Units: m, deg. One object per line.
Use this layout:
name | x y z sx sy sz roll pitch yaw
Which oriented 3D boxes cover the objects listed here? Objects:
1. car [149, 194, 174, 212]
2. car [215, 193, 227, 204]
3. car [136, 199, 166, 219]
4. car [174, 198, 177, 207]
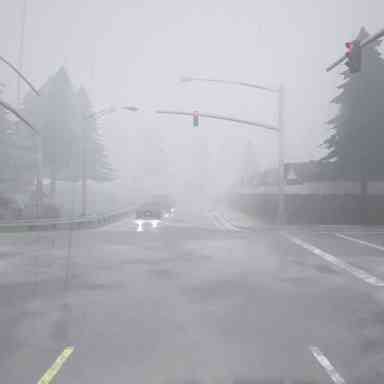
car | -3.607 1.224 38.472 2.150 2.045 5.566 0 0 0
car | 6.901 1.206 60.911 5.566 2.045 2.150 0 0 -22
car | -3.605 1.564 28.833 1.994 1.385 4.181 0 0 0
car | -3.381 1.503 49.317 1.837 1.490 4.892 0 0 3
